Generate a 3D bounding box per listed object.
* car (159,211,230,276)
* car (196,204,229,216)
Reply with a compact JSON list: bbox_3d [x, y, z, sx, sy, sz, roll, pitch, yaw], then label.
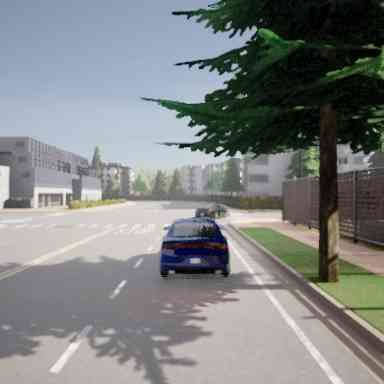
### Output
[{"bbox_3d":[0.079,1.569,10.636,1.882,1.535,5.008,0,-1,0],"label":"car"},{"bbox_3d":[1.862,1.785,30.595,1.812,1.442,4.674,-1,-1,25],"label":"car"}]
